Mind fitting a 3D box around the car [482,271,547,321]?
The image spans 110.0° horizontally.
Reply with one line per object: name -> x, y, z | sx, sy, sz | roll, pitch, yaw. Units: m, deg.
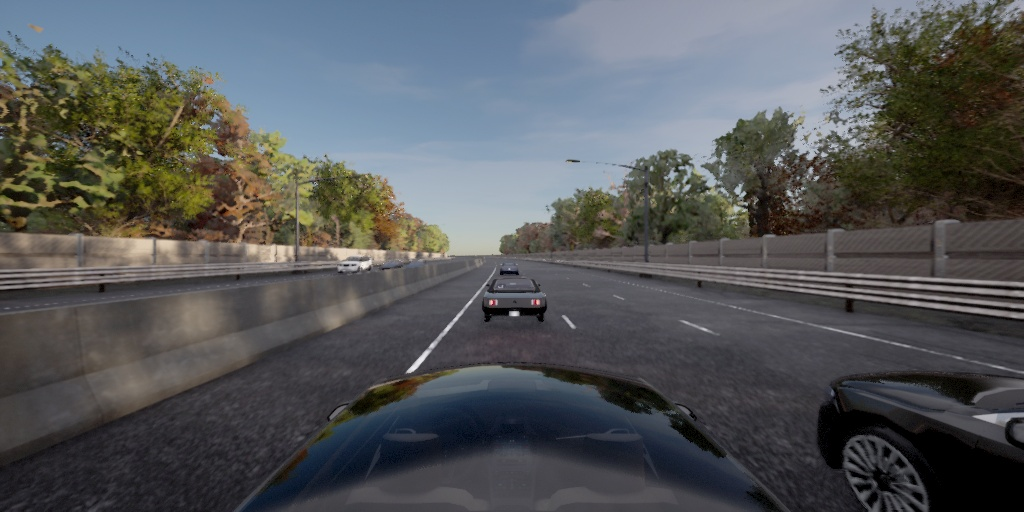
car -> 0.058, 1.355, 12.421 | 1.895, 1.301, 4.718 | 0, 0, 0

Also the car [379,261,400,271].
car -> -14.606, 1.312, 44.080 | 2.033, 1.411, 5.357 | 0, 0, -1

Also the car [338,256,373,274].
car -> -18.059, 0.984, 41.604 | 2.150, 2.045, 5.566 | 0, 0, -1

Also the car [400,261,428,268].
car -> -11.064, 1.312, 42.011 | 2.033, 1.411, 5.357 | 0, 0, -1

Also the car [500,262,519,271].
car -> -0.314, 1.328, 39.165 | 1.994, 1.385, 4.181 | 0, 0, -1

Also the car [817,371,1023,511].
car -> 3.593, 1.240, 1.138 | 2.128, 1.511, 4.902 | 0, 0, 0
